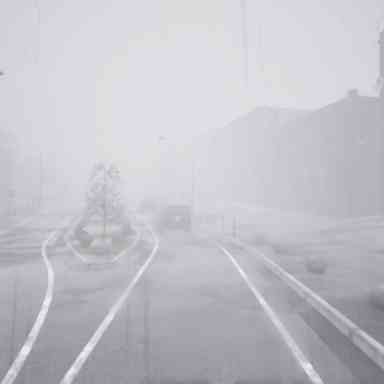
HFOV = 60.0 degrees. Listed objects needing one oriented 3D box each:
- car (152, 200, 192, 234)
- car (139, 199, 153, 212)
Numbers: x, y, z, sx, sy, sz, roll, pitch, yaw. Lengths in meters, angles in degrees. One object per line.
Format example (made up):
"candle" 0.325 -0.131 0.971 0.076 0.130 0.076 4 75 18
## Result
"car" -1.468 1.856 24.478 2.150 2.045 5.566 0 1 -11
"car" -5.645 1.617 42.252 2.128 1.511 4.902 0 2 -14
